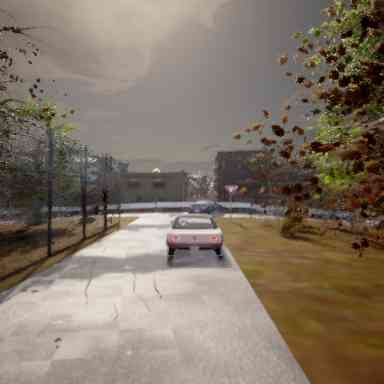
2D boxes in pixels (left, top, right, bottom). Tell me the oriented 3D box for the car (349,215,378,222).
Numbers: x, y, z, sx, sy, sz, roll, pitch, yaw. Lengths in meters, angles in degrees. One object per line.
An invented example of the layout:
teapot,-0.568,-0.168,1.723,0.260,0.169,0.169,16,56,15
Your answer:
car,19.805,4.178,37.094,2.435,2.045,5.566,0,2,-18

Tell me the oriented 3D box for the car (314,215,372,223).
car,16.747,4.177,37.229,2.435,2.045,5.566,-1,2,-18

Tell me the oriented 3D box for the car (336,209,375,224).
car,26.380,3.872,53.891,2.435,2.045,5.566,0,0,-18

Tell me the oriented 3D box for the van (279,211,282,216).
van,14.527,3.897,54.343,1.878,1.987,4.442,0,0,-18

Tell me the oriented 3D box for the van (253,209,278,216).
van,11.570,3.897,54.435,1.878,1.987,4.442,0,0,-18

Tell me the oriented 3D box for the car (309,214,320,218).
car,17.539,3.872,54.119,2.435,2.045,5.566,0,0,-18

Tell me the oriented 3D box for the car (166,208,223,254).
car,0.092,1.517,13.011,1.895,1.301,4.718,0,0,0

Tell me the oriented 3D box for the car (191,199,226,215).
car,1.396,1.344,29.157,1.812,1.442,4.674,0,0,25
